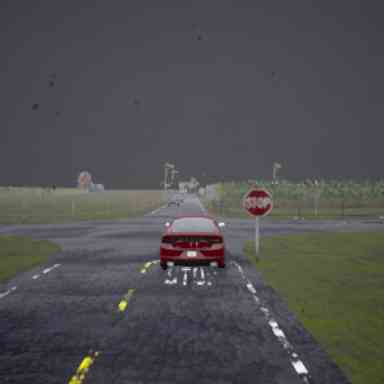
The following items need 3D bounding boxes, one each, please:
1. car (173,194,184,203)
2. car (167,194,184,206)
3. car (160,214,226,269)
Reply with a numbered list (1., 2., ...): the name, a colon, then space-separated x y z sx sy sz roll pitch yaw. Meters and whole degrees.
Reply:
1. car: -2.743 1.243 67.222 2.097 1.767 4.553 0 0 0
2. car: -2.812 1.472 51.713 2.033 1.411 5.357 0 0 0
3. car: 0.093 1.466 11.175 1.882 1.535 5.008 0 0 2
